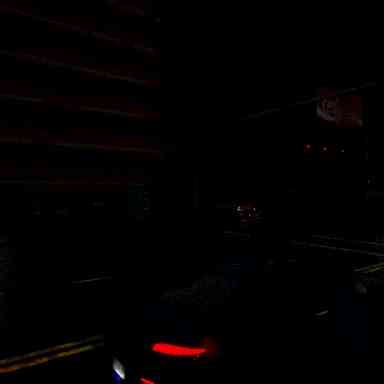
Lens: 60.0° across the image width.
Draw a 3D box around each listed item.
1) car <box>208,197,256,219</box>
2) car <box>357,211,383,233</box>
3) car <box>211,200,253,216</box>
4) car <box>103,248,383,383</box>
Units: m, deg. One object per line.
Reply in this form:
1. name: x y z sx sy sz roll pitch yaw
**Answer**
1. car: 3.403 1.352 28.893 2.097 1.767 4.553 0 0 -36
2. car: 11.641 1.547 17.457 2.033 1.411 5.357 0 0 -36
3. car: 4.019 1.563 34.026 1.994 1.385 4.181 0 0 -36
4. car: 1.162 1.526 4.570 4.674 1.442 1.812 0 0 -36
